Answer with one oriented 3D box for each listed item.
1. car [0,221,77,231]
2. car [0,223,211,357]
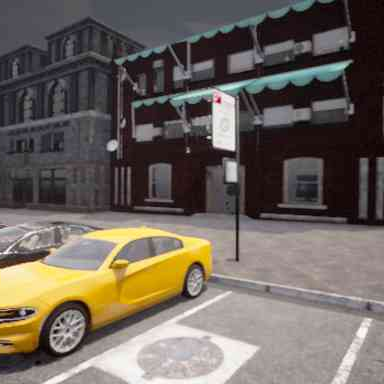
[{"bbox_3d":[-3.892,1.495,8.085,2.231,1.521,4.892,0,0,35],"label":"car"},{"bbox_3d":[-1.518,1.487,6.412,2.097,1.535,5.008,0,0,35],"label":"car"}]
